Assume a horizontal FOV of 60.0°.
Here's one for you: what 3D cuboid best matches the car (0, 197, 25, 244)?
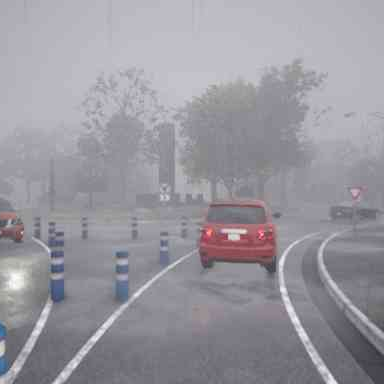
[{"bbox_3d":[-9.481,1.252,15.361,2.150,2.045,5.566,0,0,-40],"label":"car"}]

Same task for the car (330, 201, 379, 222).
[{"bbox_3d":[12.571,1.418,25.615,5.008,1.535,1.882,0,0,-38],"label":"car"}]

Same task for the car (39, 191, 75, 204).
[{"bbox_3d":[-22.016,0.899,54.548,2.150,2.045,5.566,0,0,39],"label":"car"}]

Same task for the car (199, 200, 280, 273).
[{"bbox_3d":[1.754,1.264,11.209,2.150,2.045,5.566,0,0,14],"label":"car"}]
